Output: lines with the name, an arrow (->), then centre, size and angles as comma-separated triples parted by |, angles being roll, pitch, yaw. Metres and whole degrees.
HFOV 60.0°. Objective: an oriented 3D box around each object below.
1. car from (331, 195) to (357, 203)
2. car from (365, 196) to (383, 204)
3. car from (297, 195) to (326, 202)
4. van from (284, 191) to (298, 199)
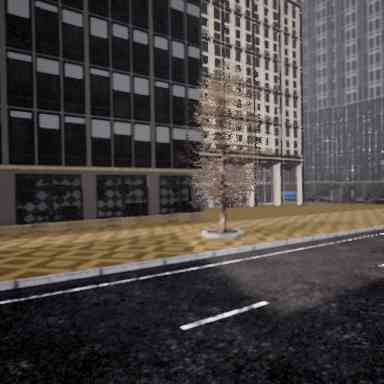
car -> 24.985, 1.188, 54.725 | 1.802, 1.307, 4.206 | -1, 1, -37
car -> 28.367, 1.211, 50.154 | 1.947, 1.339, 4.313 | -1, 1, -37
car -> 21.638, 1.132, 59.318 | 1.947, 1.339, 4.313 | -1, 1, -37
van -> 21.611, 0.651, 73.465 | 1.690, 1.788, 3.998 | -1, 1, -37
